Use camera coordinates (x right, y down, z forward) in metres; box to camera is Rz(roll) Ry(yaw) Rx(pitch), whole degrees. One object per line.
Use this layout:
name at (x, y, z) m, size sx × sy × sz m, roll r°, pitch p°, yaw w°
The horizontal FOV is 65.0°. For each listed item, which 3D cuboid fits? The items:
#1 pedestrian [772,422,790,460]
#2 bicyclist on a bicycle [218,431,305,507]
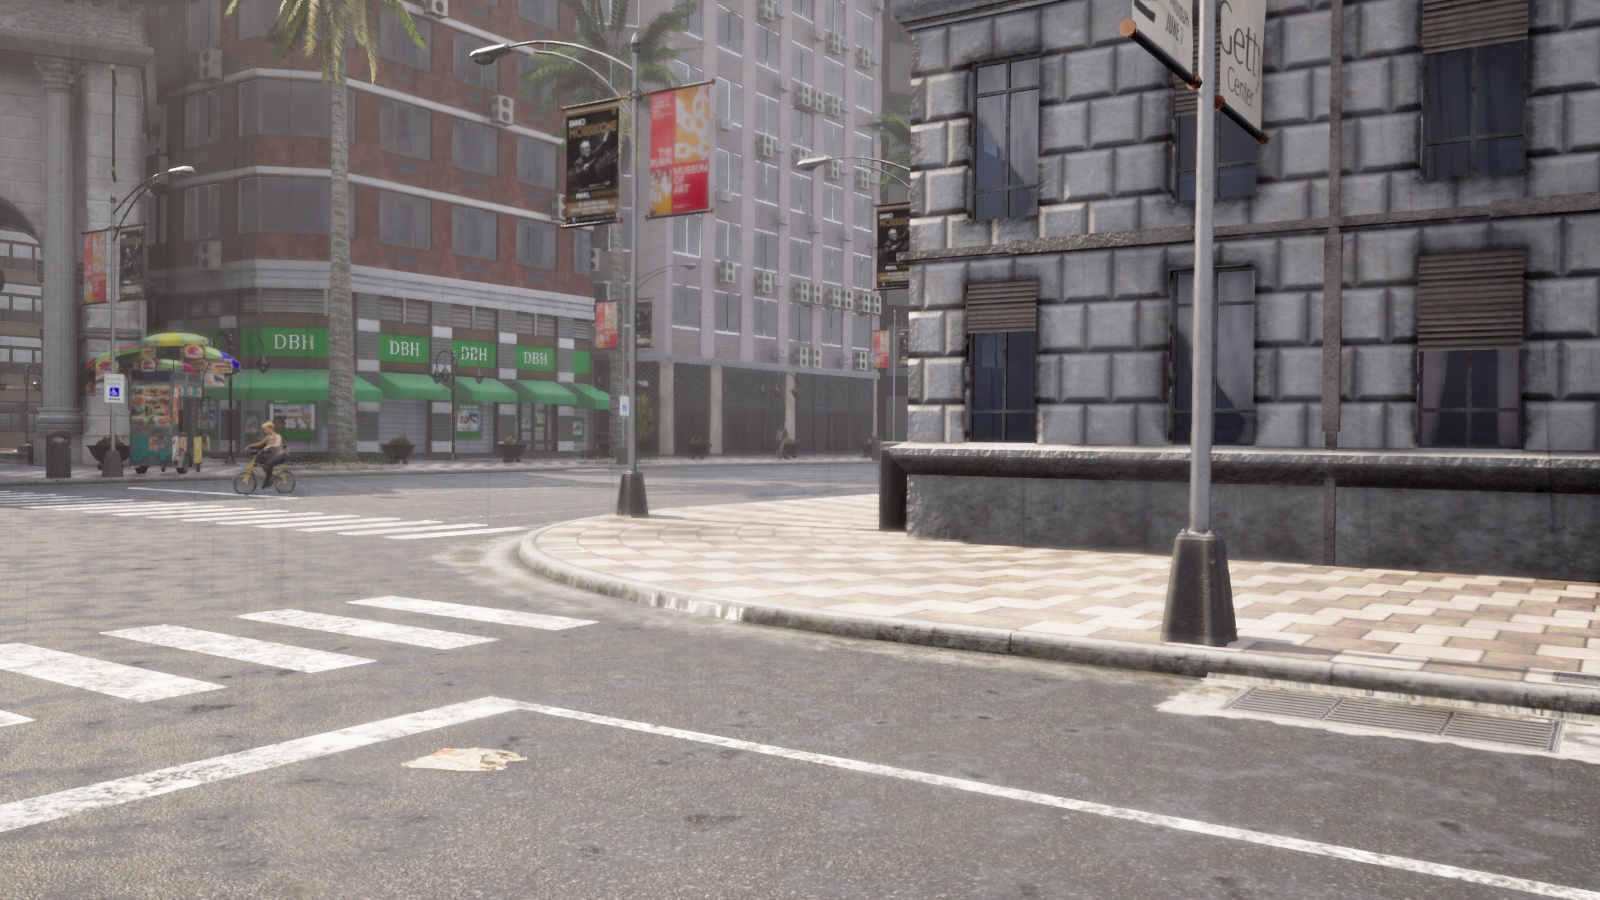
pedestrian at (-0.931, -0.440, 61.307) m, size 0.540 × 1.848 × 0.694 m, roll 0°, pitch 1°, yaw 44°
bicyclist on a bicycle at (-11.819, 0.398, 27.607) m, size 0.866 × 1.612 × 1.509 m, roll 0°, pitch 1°, yaw 34°
